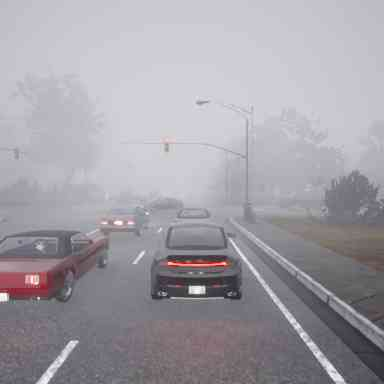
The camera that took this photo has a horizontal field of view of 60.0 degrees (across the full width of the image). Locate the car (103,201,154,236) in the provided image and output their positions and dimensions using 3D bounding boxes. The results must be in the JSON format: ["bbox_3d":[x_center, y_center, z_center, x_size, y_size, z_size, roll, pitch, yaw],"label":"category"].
[{"bbox_3d":[-3.446,1.442,17.724,2.033,1.411,5.357,0,0,-1],"label":"car"}]

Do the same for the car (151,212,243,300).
[{"bbox_3d":[0.088,1.473,8.315,1.837,1.490,4.892,0,0,0],"label":"car"}]

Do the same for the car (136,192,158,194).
[{"bbox_3d":[-7.192,1.149,53.277,2.033,1.411,5.357,0,0,0],"label":"car"}]

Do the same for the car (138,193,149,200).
[{"bbox_3d":[-10.742,0.987,73.769,1.895,1.301,4.718,0,1,-1],"label":"car"}]

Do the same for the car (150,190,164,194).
[{"bbox_3d":[-7.166,0.730,63.451,2.150,2.045,5.566,0,1,-1],"label":"car"}]

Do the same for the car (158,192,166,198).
[{"bbox_3d":[-7.602,0.776,83.911,1.812,1.442,4.674,0,1,-3],"label":"car"}]

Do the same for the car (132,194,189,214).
[{"bbox_3d":[-3.028,1.262,32.749,4.902,1.511,2.128,0,0,-44],"label":"car"}]

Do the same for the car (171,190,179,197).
[{"bbox_3d":[-4.912,0.447,94.749,2.097,1.767,4.553,0,1,-7],"label":"car"}]

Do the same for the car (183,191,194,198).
[{"bbox_3d":[-0.671,0.779,85.235,1.994,1.385,4.181,0,1,-4],"label":"car"}]

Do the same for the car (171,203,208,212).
[{"bbox_3d":[0.080,1.496,17.628,1.895,1.301,4.718,0,0,0],"label":"car"}]

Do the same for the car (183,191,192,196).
[{"bbox_3d":[-1.424,0.460,95.112,2.033,1.411,5.357,0,1,-7],"label":"car"}]

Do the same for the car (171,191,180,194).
[{"bbox_3d":[-4.143,0.598,84.681,2.097,1.767,4.553,0,1,-4],"label":"car"}]

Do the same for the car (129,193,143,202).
[{"bbox_3d":[-10.676,0.984,63.683,1.882,1.535,5.008,0,1,0],"label":"car"}]

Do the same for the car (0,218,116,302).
[{"bbox_3d":[-3.413,1.570,8.135,1.895,1.301,4.718,0,0,0],"label":"car"}]

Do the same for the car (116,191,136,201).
[{"bbox_3d":[-10.691,0.818,53.796,2.150,2.045,5.566,0,0,0],"label":"car"}]

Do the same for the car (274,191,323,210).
[{"bbox_3d":[12.385,0.947,38.281,5.566,2.045,2.150,0,0,-3],"label":"car"}]
